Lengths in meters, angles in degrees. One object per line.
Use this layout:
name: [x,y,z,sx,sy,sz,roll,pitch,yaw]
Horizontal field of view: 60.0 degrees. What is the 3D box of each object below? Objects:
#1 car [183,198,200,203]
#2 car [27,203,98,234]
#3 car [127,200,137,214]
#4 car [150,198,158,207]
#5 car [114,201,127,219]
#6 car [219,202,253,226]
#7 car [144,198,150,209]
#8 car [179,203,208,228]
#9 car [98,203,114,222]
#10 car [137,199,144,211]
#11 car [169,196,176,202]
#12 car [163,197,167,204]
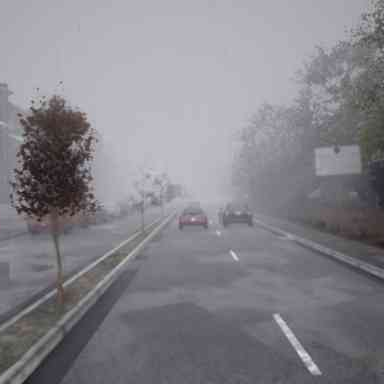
car: [0.212,1.881,42.073,2.033,1.411,5.357,0,0,1]
car: [-8.044,1.415,20.810,2.435,2.045,5.566,0,0,0]
car: [-7.964,1.809,37.447,2.163,1.488,4.792,0,0,0]
car: [-7.859,1.894,59.567,2.097,1.535,5.008,0,0,1]
car: [-7.992,1.785,31.932,2.002,1.452,4.674,0,0,0]
car: [3.229,1.570,25.369,2.097,1.767,4.553,0,0,0]
car: [-7.912,1.843,48.575,2.231,1.521,4.892,0,0,0]
car: [0.081,1.771,23.854,1.994,1.385,4.181,0,0,0]
car: [-8.017,1.737,26.353,2.163,1.488,4.792,0,0,0]
car: [-7.938,1.853,43.024,2.002,1.452,4.674,0,0,0]
car: [-6.268,1.978,87.169,1.946,1.575,5.366,0,0,7]
car: [-7.221,1.947,76.193,1.946,1.575,5.366,0,0,5]
